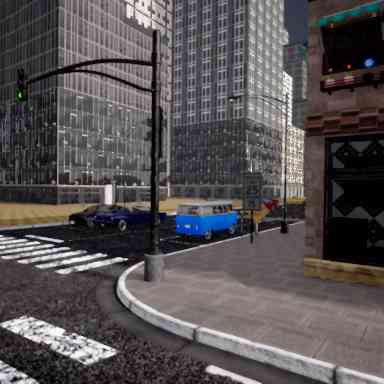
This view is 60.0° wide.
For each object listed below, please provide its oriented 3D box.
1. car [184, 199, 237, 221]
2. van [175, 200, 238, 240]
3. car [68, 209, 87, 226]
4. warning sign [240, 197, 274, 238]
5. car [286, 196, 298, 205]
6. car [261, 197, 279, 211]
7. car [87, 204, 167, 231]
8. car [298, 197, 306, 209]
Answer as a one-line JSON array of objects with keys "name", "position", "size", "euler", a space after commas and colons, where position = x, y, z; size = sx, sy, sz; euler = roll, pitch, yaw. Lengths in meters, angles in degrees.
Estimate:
[{"name": "car", "position": [1.646, 1.410, 28.070], "size": [2.128, 1.511, 4.902], "euler": [1, 1, 35]}, {"name": "van", "position": [0.870, 1.366, 17.009], "size": [1.690, 1.788, 3.998], "euler": [1, 1, 36]}, {"name": "car", "position": [-5.955, 1.462, 21.880], "size": [1.947, 1.339, 4.313], "euler": [1, 1, 36]}, {"name": "warning sign", "position": [3.150, 1.175, 16.112], "size": [1.300, 1.860, 1.060], "euler": [1, 1, 36]}, {"name": "car", "position": [16.442, 1.359, 53.266], "size": [1.752, 1.417, 4.829], "euler": [1, 1, 36]}, {"name": "car", "position": [7.506, 1.502, 36.272], "size": [1.895, 1.301, 4.718], "euler": [1, 1, 36]}, {"name": "car", "position": [-3.744, 1.537, 20.520], "size": [1.895, 1.301, 4.718], "euler": [1, 1, 36]}, {"name": "car", "position": [15.608, 1.412, 42.228], "size": [1.882, 1.535, 5.008], "euler": [1, 1, 36]}]
